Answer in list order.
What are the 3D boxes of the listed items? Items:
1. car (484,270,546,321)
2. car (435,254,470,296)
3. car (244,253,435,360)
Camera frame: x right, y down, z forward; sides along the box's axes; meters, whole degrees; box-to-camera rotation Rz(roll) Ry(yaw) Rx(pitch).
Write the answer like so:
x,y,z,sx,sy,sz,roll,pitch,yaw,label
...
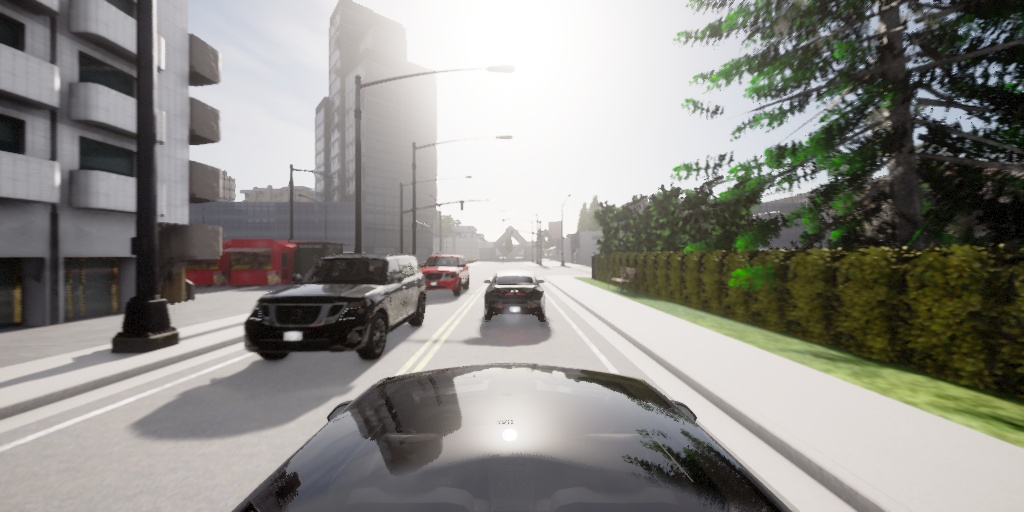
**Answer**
x,y,z,sx,sy,sz,roll,pitch,yaw,label
0.084,1.224,12.309,1.837,1.490,4.892,0,0,0,car
-3.597,0.922,19.365,2.150,2.045,5.566,0,0,0,car
-3.608,0.953,8.649,2.150,2.045,5.566,0,0,0,car
